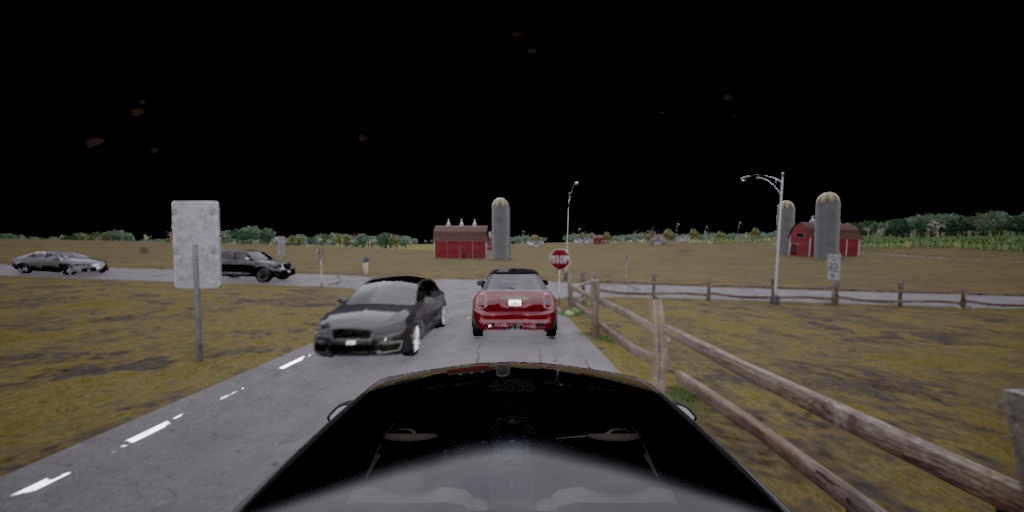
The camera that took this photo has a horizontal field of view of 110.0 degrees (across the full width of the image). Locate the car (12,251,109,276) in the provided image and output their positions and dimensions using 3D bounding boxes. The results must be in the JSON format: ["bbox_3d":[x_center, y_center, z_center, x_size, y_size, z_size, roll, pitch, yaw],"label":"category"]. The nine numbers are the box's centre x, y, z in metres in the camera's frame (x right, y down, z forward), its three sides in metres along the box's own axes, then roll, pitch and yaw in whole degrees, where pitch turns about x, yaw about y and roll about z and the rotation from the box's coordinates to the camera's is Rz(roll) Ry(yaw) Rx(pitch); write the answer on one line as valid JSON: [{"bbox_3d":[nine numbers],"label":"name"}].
[{"bbox_3d":[-29.709,0.454,23.699,4.902,1.511,2.128,2,2,0],"label":"car"}]

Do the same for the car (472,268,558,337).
[{"bbox_3d":[0.030,1.133,10.584,2.097,1.767,4.553,0,0,-1],"label":"car"}]

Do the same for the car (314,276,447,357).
[{"bbox_3d":[-2.813,1.279,8.718,1.837,1.490,4.892,0,0,0],"label":"car"}]

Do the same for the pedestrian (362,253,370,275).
[{"bbox_3d":[-12.092,0.650,29.611,0.375,1.860,0.375,0,1,0],"label":"pedestrian"}]

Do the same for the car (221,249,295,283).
[{"bbox_3d":[-17.462,0.593,23.649,5.566,2.045,2.150,2,2,0],"label":"car"}]
